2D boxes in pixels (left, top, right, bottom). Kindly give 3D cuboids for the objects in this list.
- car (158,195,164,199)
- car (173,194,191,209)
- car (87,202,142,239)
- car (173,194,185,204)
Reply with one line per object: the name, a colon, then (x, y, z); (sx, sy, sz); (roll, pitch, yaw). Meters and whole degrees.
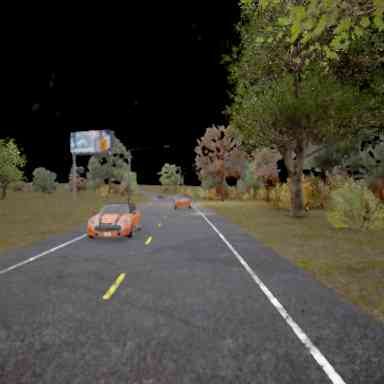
car: (-8.698, 1.384, 93.377); (1.895, 1.301, 4.718); (0, 0, -6)
car: (-1.302, 1.268, 44.843); (2.097, 1.767, 4.553); (0, 0, -3)
car: (-3.904, 1.343, 17.387); (2.097, 1.767, 4.553); (0, 0, -2)
car: (-2.487, 1.220, 63.494); (2.097, 1.767, 4.553); (0, 0, -4)
